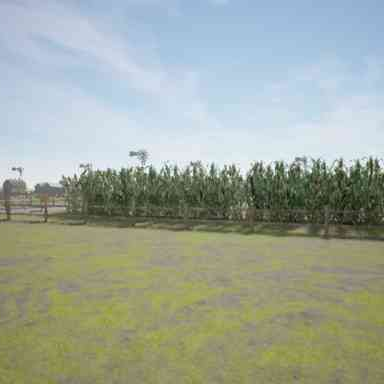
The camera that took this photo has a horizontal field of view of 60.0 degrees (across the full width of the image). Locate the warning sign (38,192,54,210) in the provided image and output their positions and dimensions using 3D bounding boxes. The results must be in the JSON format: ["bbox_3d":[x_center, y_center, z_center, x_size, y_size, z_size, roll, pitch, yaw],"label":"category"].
[{"bbox_3d":[-16.001,0.959,36.438,1.300,1.860,1.060,0,0,27],"label":"warning sign"}]
